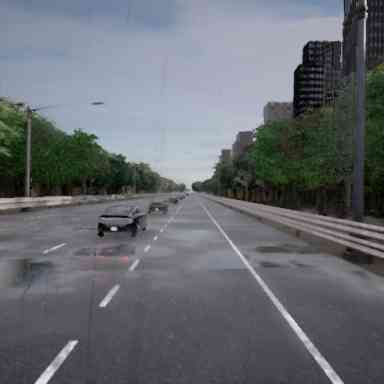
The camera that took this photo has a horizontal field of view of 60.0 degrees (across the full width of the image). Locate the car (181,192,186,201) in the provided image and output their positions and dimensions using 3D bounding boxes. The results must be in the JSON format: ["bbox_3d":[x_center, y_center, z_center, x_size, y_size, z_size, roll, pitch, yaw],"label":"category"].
[{"bbox_3d":[-3.454,1.363,88.933,2.097,1.767,4.553,1,0,0],"label":"car"}]

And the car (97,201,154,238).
[{"bbox_3d":[-3.482,1.426,17.284,2.128,1.511,4.902,1,0,0],"label":"car"}]

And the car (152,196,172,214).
[{"bbox_3d":[-3.478,1.448,35.285,1.837,1.490,4.892,1,0,0],"label":"car"}]

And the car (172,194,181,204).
[{"bbox_3d":[-3.464,1.481,61.285,1.837,1.490,4.892,1,0,0],"label":"car"}]
